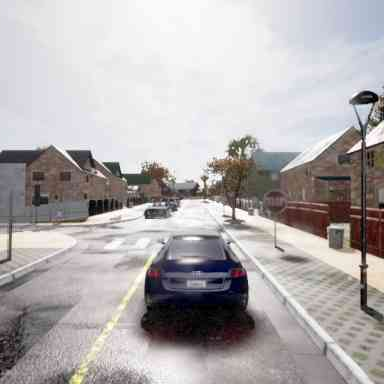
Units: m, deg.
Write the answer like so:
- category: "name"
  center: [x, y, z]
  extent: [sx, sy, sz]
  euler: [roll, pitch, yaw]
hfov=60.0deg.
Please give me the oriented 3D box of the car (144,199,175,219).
- category: "car"
  center: [-3.029, 1.629, 30.215]
  extent: [1.994, 1.385, 4.181]
  euler: [0, 0, 5]

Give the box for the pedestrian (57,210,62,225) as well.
- category: "pedestrian"
  center: [-9.916, 1.853, 24.845]
  extent: [0.500, 1.100, 0.500]
  euler: [0, -2, 5]

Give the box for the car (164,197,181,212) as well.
- category: "car"
  center: [-2.852, 1.456, 40.972]
  extent: [2.097, 1.767, 4.553]
  euler: [0, 0, 0]

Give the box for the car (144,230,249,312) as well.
- category: "car"
  center: [0.093, 1.574, 7.798]
  extent: [1.994, 1.385, 4.181]
  euler: [0, 0, 0]

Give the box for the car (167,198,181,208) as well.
- category: "car"
  center: [-2.826, 1.669, 53.507]
  extent: [1.837, 1.490, 4.892]
  euler: [0, 0, 1]
